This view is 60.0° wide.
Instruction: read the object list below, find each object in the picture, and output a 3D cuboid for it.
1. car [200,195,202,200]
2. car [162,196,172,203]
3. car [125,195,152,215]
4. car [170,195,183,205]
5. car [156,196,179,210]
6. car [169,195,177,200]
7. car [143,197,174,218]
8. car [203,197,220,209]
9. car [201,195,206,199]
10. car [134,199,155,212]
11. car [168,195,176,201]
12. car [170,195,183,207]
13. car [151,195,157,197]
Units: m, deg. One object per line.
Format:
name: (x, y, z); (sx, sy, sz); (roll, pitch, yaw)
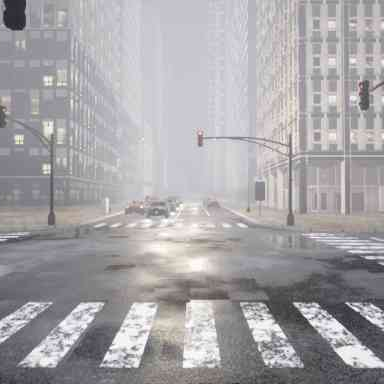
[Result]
car: (2.936, 1.590, 61.677); (1.947, 1.339, 4.313); (1, 0, 0)
car: (-5.402, 1.573, 72.790); (1.887, 1.381, 4.507); (1, 0, 0)
car: (-5.547, 1.453, 33.764); (1.967, 1.590, 4.097); (1, 0, 0)
car: (-2.810, 1.378, 60.747); (2.097, 1.767, 4.553); (0, 0, 1)
car: (-2.949, 1.520, 39.751); (1.837, 1.490, 4.892); (0, 0, 0)
car: (-5.318, 1.605, 95.090); (1.947, 1.339, 4.313); (1, 0, 0)
car: (-2.985, 1.516, 30.302); (1.837, 1.490, 4.892); (0, 0, 0)
car: (2.872, 1.599, 44.944); (1.802, 1.307, 4.206); (1, 0, 0)
car: (2.917, 1.547, 56.270); (1.752, 1.417, 4.829); (1, 0, 0)
car: (-5.529, 1.597, 39.339); (1.802, 1.307, 4.206); (1, 0, 0)
car: (-5.339, 1.587, 89.515); (2.008, 1.369, 4.403); (1, 0, 0)
car: (-2.905, 1.371, 49.826); (2.097, 1.767, 4.553); (0, 0, 0)
car: (-5.502, 1.332, 44.914); (2.192, 1.841, 5.009); (1, 0, 0)
